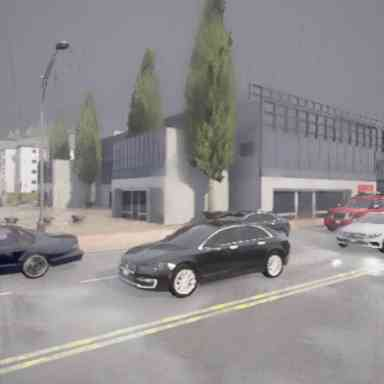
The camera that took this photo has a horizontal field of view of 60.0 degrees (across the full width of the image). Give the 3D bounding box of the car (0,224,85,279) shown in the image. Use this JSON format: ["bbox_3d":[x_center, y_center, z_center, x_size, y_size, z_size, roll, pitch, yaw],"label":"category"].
[{"bbox_3d":[-5.640,1.548,8.568,5.357,1.411,2.033,0,0,-35],"label":"car"}]

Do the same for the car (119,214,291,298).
[{"bbox_3d":[0.534,1.524,8.674,4.892,1.490,1.837,0,0,-36],"label":"car"}]

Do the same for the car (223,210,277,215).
[{"bbox_3d":[2.155,1.540,14.128,4.892,1.490,1.837,0,0,-35],"label":"car"}]

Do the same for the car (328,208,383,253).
[{"bbox_3d":[8.030,1.578,14.014,4.674,1.442,1.812,0,0,-35],"label":"car"}]

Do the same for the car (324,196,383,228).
[{"bbox_3d":[10.285,1.293,19.928,5.566,2.045,2.150,0,0,-36],"label":"car"}]
